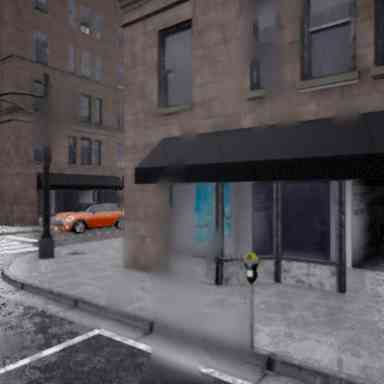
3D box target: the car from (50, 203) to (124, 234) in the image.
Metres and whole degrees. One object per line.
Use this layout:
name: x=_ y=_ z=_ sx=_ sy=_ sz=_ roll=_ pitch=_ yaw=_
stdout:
car: x=-6.249 y=1.478 z=20.326 sx=2.097 sy=1.767 sz=4.553 roll=0 pitch=0 yaw=36
